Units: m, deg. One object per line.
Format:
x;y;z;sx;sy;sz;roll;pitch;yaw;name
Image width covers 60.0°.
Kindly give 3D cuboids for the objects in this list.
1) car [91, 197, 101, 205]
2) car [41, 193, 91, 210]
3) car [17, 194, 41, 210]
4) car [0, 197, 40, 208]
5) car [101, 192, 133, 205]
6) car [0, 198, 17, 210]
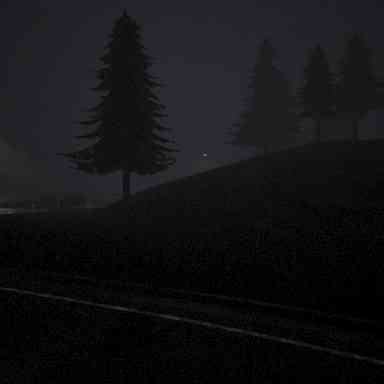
-16.408;1.608;60.370;1.895;1.301;4.718;0;0;22;car
-16.051;1.221;42.699;2.150;2.045;5.566;0;0;22;car
-19.466;1.221;43.588;2.150;2.045;5.566;0;0;22;car
-25.022;1.547;48.534;2.033;1.411;5.357;0;0;22;car
-13.159;1.031;59.069;2.150;2.045;5.566;0;0;22;car
-22.969;1.526;44.227;1.812;1.442;4.674;0;0;22;car
